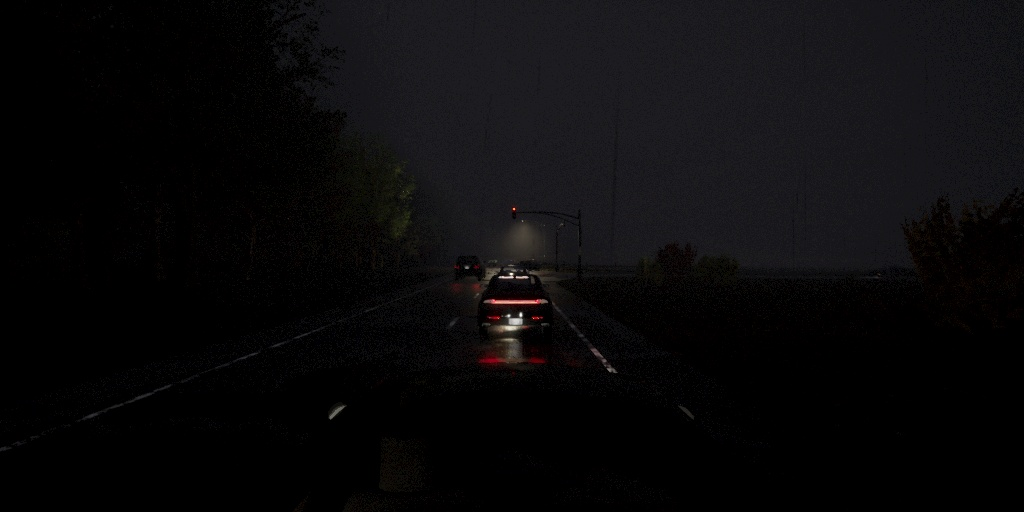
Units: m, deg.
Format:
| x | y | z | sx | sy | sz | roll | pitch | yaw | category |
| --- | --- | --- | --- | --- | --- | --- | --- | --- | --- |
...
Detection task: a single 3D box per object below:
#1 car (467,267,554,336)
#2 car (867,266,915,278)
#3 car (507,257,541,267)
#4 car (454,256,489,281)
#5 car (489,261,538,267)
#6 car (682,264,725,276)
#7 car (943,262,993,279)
| x | y | z | sx | sy | sz | roll | pitch | yaw | category |
| --- | --- | --- | --- | --- | --- | --- | --- | --- | --- |
| 0.084 | 1.244 | 10.394 | 2.128 | 1.511 | 4.902 | 0 | 0 | 0 | car |
| 44.615 | 1.859 | 42.298 | 4.181 | 1.385 | 1.994 | 1 | -1 | 0 | car |
| 1.952 | 1.255 | 48.657 | 2.128 | 1.511 | 4.902 | -1 | 1 | -35 | car |
| -3.461 | 0.978 | 30.255 | 2.150 | 2.045 | 5.566 | 0 | 0 | 0 | car |
| 0.066 | 1.246 | 19.792 | 2.128 | 1.511 | 4.902 | 0 | 0 | 0 | car |
| 22.796 | 1.604 | 42.374 | 5.357 | 1.411 | 2.033 | 1 | -1 | 0 | car |
| 50.197 | 1.517 | 38.704 | 5.566 | 2.045 | 2.150 | 1 | -1 | 1 | car |
